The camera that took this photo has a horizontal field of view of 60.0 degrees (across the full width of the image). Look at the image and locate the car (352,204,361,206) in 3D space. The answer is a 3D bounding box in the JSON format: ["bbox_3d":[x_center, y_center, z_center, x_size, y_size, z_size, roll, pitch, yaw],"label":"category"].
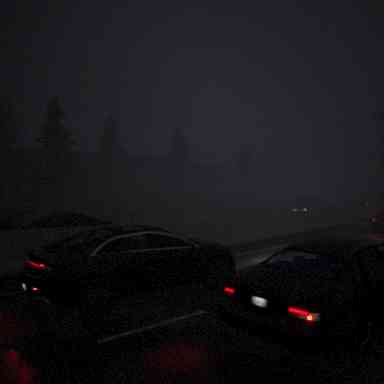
[{"bbox_3d":[22.499,1.634,45.183,2.033,1.411,5.357,0,0,37],"label":"car"}]

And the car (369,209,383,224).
[{"bbox_3d":[12.379,1.639,20.207,1.895,1.301,4.718,0,0,42],"label":"car"}]

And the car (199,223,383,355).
[{"bbox_3d":[2.857,1.560,6.178,5.357,1.411,2.033,0,0,-40],"label":"car"}]

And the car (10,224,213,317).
[{"bbox_3d":[-1.130,1.509,7.534,4.902,1.511,2.128,0,0,-37],"label":"car"}]
